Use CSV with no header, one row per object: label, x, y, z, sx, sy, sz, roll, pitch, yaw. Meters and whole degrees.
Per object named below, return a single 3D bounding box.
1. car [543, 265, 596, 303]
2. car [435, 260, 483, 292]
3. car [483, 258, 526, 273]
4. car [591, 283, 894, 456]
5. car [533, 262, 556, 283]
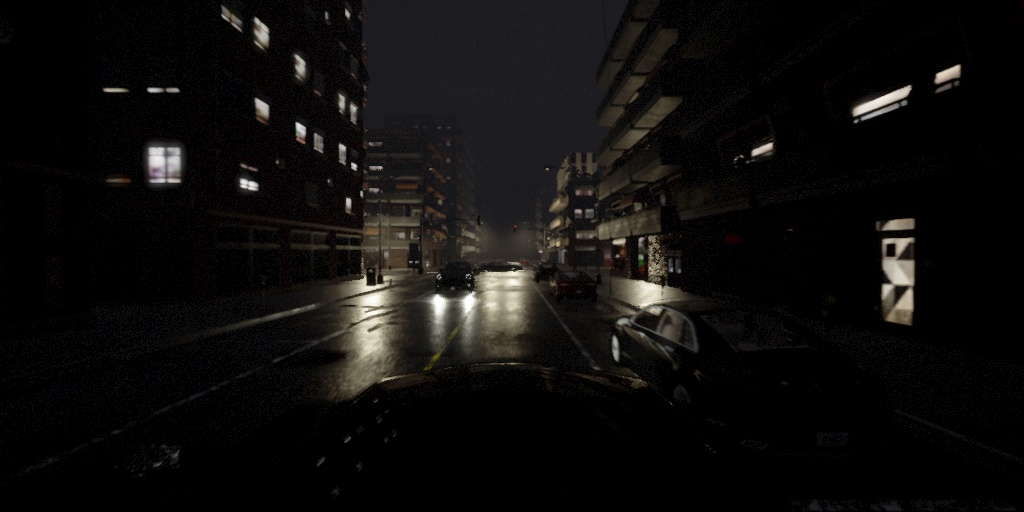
car,2.692,1.289,16.556,1.888,1.381,4.507,0,0,0
car,-3.083,1.094,20.912,2.097,1.767,4.553,0,0,0
car,-1.335,1.316,43.541,5.357,1.411,2.033,-1,1,0
car,2.691,1.299,5.186,2.007,1.370,4.403,0,0,0
car,2.693,1.181,27.925,1.967,1.591,4.097,0,0,0
